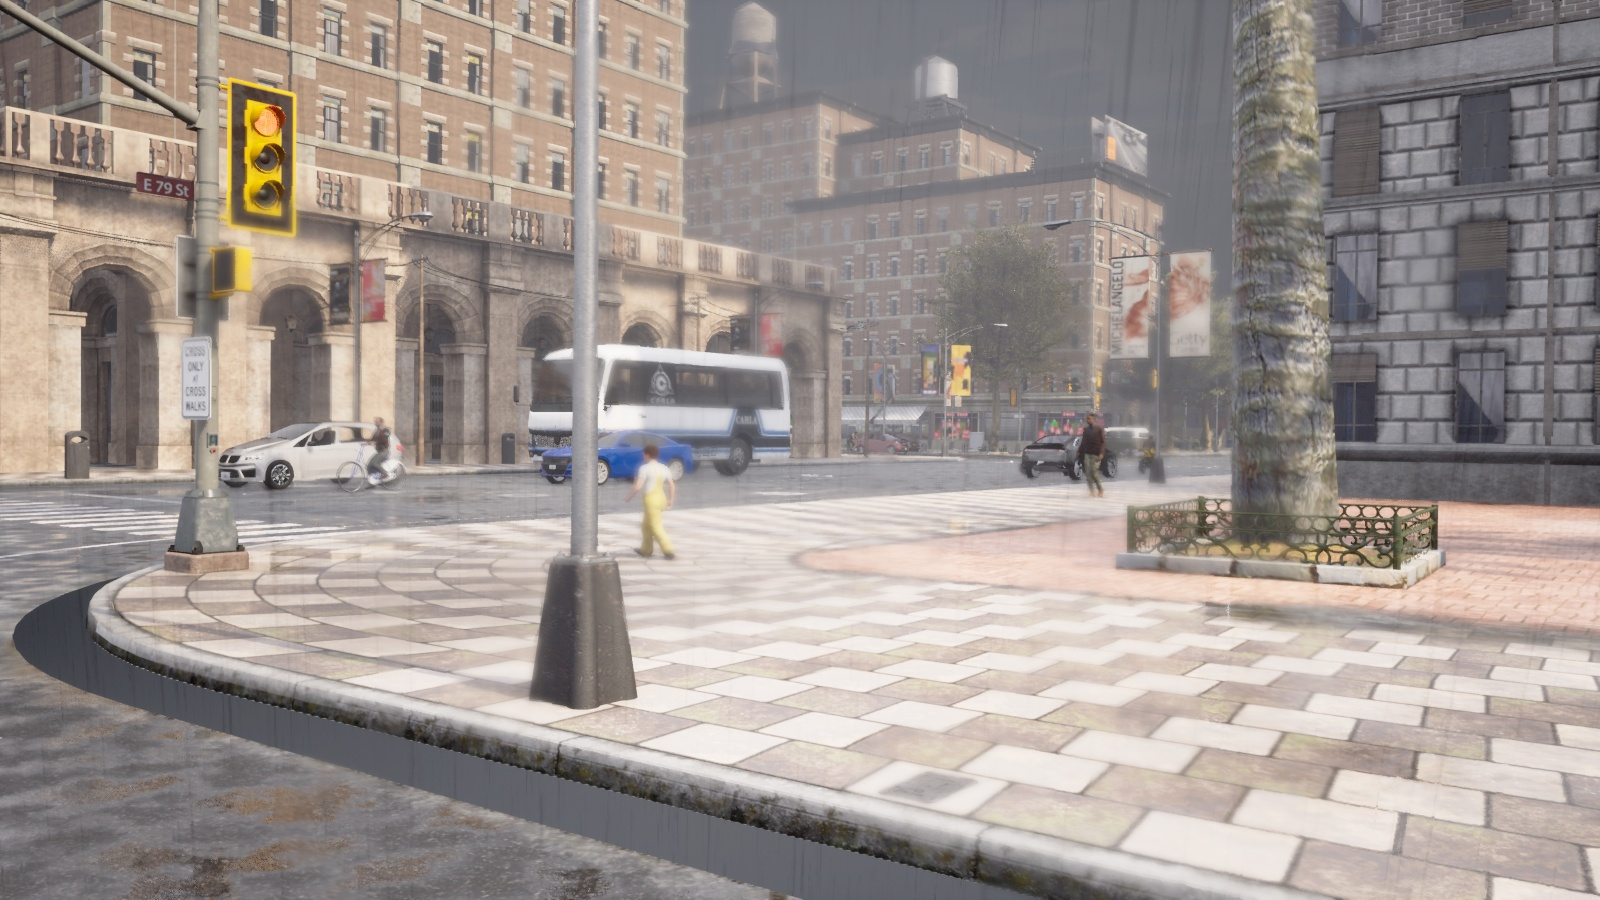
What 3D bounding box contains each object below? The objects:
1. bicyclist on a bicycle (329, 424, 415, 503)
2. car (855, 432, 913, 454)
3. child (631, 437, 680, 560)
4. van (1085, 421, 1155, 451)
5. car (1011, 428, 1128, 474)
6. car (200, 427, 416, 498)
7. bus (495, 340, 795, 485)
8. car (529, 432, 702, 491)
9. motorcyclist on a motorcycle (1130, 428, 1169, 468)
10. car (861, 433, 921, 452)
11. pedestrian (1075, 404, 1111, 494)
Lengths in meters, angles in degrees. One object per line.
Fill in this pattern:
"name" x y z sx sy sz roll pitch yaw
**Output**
"bicyclist on a bicycle" -9.999 0.291 29.381 0.659 1.776 1.843 0 1 37
"car" 5.854 -0.507 87.856 3.633 1.501 1.845 0 1 36
"child" -1.513 0.502 13.144 0.437 1.263 0.270 0 1 36
"van" 22.655 -0.966 89.012 2.069 2.038 4.480 0 1 -36
"car" 9.455 0.005 43.757 2.128 1.511 4.902 0 1 37
"car" -12.425 0.252 31.977 2.242 1.667 4.611 0 1 37
"bus" -4.838 -1.177 42.145 3.944 4.253 10.273 0 1 37
"car" -5.174 0.266 35.848 1.882 1.535 5.008 0 1 37
"motorcyclist on a motorcycle" 13.839 -0.091 49.729 0.797 1.523 2.044 0 1 36
"car" 7.015 -0.592 96.945 4.181 1.385 1.994 0 1 36
"pedestrian" 6.130 -0.026 26.265 0.431 1.840 0.703 0 1 44
